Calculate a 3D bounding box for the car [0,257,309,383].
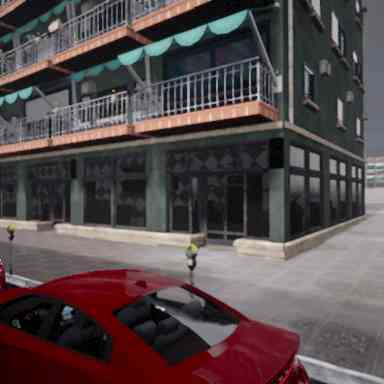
[{"bbox_3d":[-1.095,1.554,3.661,4.507,1.381,1.887,0,0,36],"label":"car"}]
